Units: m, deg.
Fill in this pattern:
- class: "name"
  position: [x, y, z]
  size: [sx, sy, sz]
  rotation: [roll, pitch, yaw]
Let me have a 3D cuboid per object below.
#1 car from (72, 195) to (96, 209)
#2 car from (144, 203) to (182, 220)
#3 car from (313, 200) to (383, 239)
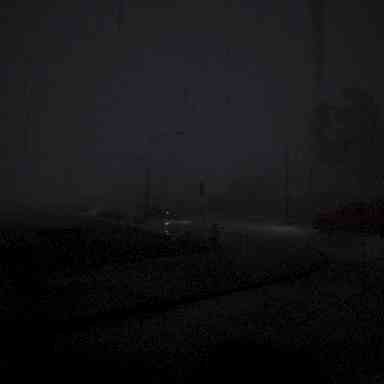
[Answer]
- class: "car"
  position: [-15.938, 1.420, 48.815]
  size: [2.150, 2.045, 5.566]
  rotation: [1, -1, -35]
- class: "car"
  position: [-2.718, 1.721, 30.184]
  size: [1.812, 1.442, 4.674]
  rotation: [1, 0, -36]
- class: "car"
  position: [9.686, 1.506, 18.653]
  size: [2.150, 2.045, 5.566]
  rotation: [-2, 1, -41]
